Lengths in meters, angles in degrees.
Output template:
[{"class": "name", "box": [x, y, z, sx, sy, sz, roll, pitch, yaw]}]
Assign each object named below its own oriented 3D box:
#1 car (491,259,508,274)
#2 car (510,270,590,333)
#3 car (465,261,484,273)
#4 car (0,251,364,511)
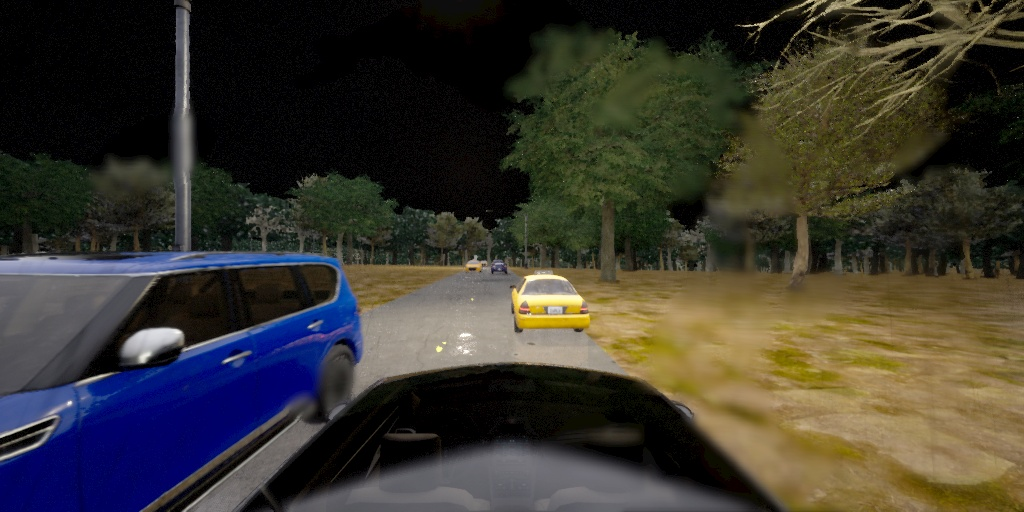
[{"class": "car", "box": [-1.578, 1.380, 43.910, 1.812, 1.442, 4.674, 0, 0, -3]}, {"class": "car", "box": [0.912, 1.205, 10.710, 1.801, 1.575, 5.366, 0, 0, -2]}, {"class": "car", "box": [-4.827, 1.338, 45.094, 1.882, 1.535, 5.008, 0, 0, -3]}, {"class": "car", "box": [-3.130, 0.972, 2.828, 2.150, 2.045, 5.566, 0, 0, 0]}]
